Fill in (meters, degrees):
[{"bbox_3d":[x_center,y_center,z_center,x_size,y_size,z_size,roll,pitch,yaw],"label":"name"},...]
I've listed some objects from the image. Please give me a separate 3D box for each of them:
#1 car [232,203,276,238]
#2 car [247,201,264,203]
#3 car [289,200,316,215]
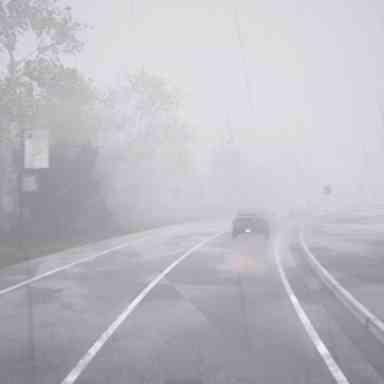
[{"bbox_3d":[3.353,1.552,17.845,1.837,1.490,4.892,-2,0,18],"label":"car"},{"bbox_3d":[5.965,1.661,32.004,2.128,1.511,4.902,-3,-1,30],"label":"car"},{"bbox_3d":[11.339,1.498,34.146,1.812,1.442,4.674,-3,-1,32],"label":"car"}]
